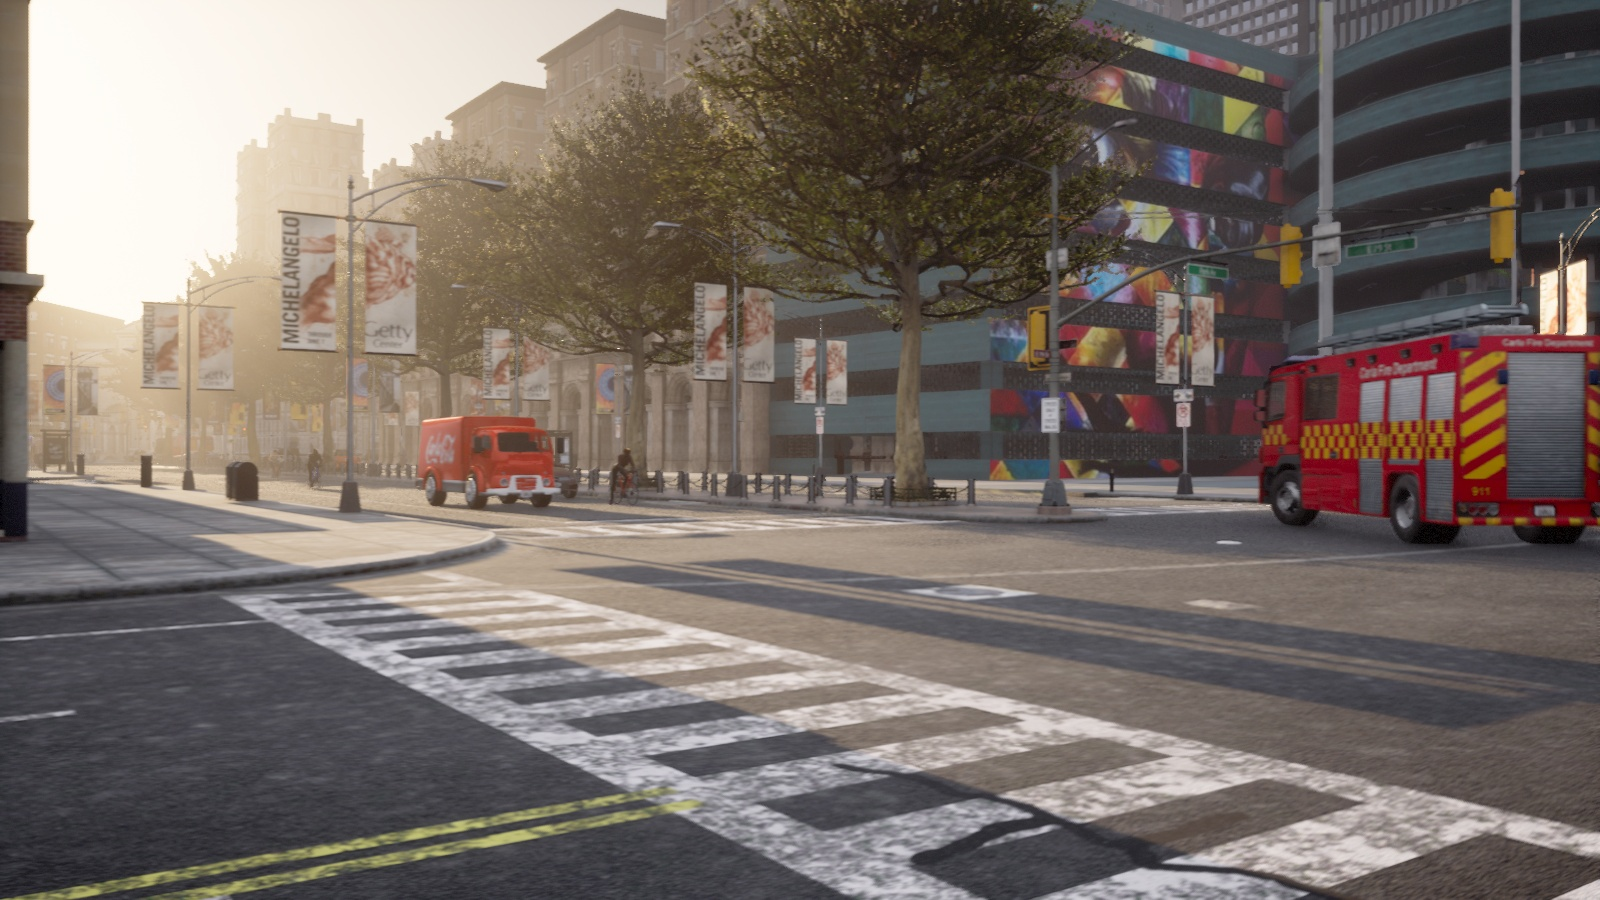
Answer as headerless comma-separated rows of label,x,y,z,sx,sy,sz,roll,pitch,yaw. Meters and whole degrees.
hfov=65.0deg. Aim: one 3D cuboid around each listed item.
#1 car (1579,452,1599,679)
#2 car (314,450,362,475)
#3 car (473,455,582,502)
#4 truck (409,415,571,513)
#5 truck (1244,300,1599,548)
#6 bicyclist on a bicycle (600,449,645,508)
car,7.248,0.760,8.703,3.633,1.501,1.845,0,0,-35
car,-32.819,0.881,89.084,2.097,1.767,4.553,0,0,-35
car,-9.016,0.884,41.257,1.812,1.442,4.674,0,0,-35
truck,-8.652,0.356,34.647,2.627,2.467,5.204,0,0,-35
truck,11.331,-0.396,23.608,2.891,3.827,8.468,0,0,-1
bicyclist on a bicycle,-5.058,0.789,35.703,0.582,1.620,1.656,0,0,-35
